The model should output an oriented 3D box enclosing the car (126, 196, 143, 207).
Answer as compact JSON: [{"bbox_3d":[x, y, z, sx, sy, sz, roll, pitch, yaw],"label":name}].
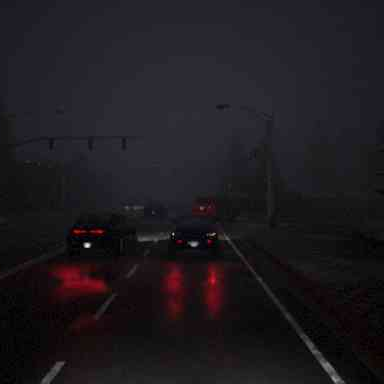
[{"bbox_3d":[-10.417,1.816,58.986,1.812,1.442,4.674,0,0,1],"label":"car"}]

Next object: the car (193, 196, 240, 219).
[{"bbox_3d":[2.124,1.363,28.334,2.150,2.045,5.566,-2,-1,30],"label":"car"}]

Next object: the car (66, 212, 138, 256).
[{"bbox_3d":[-3.413,1.566,13.337,1.837,1.490,4.892,0,-2,1],"label":"car"}]

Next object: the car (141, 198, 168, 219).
[{"bbox_3d":[-3.356,1.632,31.328,1.882,1.535,5.008,0,0,0],"label":"car"}]

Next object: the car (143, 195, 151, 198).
[{"bbox_3d":[-6.919,1.784,59.180,2.128,1.511,4.902,0,0,1],"label":"car"}]

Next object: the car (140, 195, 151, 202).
[{"bbox_3d":[-10.343,1.459,74.286,1.882,1.535,5.008,0,0,0],"label":"car"}]

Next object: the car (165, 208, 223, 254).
[{"bbox_3d":[0.089,1.593,13.630,1.812,1.442,4.674,0,0,1],"label":"car"}]
